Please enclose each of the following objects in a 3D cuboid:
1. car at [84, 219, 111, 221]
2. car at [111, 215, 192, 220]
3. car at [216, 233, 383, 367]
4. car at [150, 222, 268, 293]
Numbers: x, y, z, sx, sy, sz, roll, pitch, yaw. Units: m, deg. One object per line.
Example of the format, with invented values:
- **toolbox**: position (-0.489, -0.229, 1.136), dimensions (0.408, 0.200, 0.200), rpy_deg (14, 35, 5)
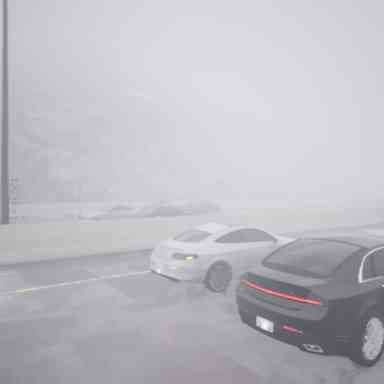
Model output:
- **car**: position (-5.098, 1.512, 21.785), dimensions (4.674, 1.442, 1.812), rpy_deg (0, 0, -35)
- **car**: position (-2.074, 1.515, 19.634), dimensions (4.674, 1.442, 1.812), rpy_deg (0, 0, -35)
- **car**: position (2.945, 1.503, 5.805), dimensions (4.892, 1.490, 1.837), rpy_deg (0, 0, -35)
- **car**: position (1.150, 1.521, 8.821), dimensions (4.674, 1.442, 1.812), rpy_deg (0, 0, -35)
